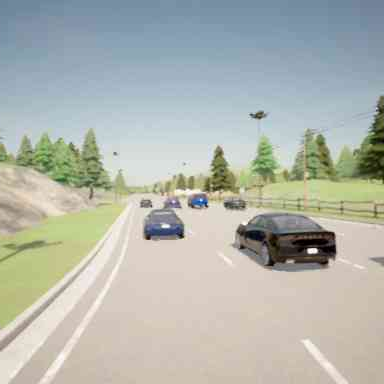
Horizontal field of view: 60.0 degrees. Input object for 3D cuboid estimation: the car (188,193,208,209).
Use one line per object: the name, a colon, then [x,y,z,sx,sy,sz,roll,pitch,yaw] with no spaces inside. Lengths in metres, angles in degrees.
car: [0.778,1.228,47.032,2.150,2.045,5.566,-1,0,-9]

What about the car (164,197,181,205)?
car: [-2.819,1.432,47.361,2.097,1.767,4.553,-1,0,-9]

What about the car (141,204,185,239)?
car: [-1.573,1.604,17.792,1.994,1.385,4.181,-1,0,-9]

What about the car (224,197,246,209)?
car: [5.268,1.405,41.250,2.128,1.511,4.902,-1,0,-9]

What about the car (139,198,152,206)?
car: [-7.470,1.669,54.184,2.128,1.511,4.902,-1,0,-9]

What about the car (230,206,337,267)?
car: [2.895,1.425,11.303,1.882,1.535,5.008,-1,0,-7]
